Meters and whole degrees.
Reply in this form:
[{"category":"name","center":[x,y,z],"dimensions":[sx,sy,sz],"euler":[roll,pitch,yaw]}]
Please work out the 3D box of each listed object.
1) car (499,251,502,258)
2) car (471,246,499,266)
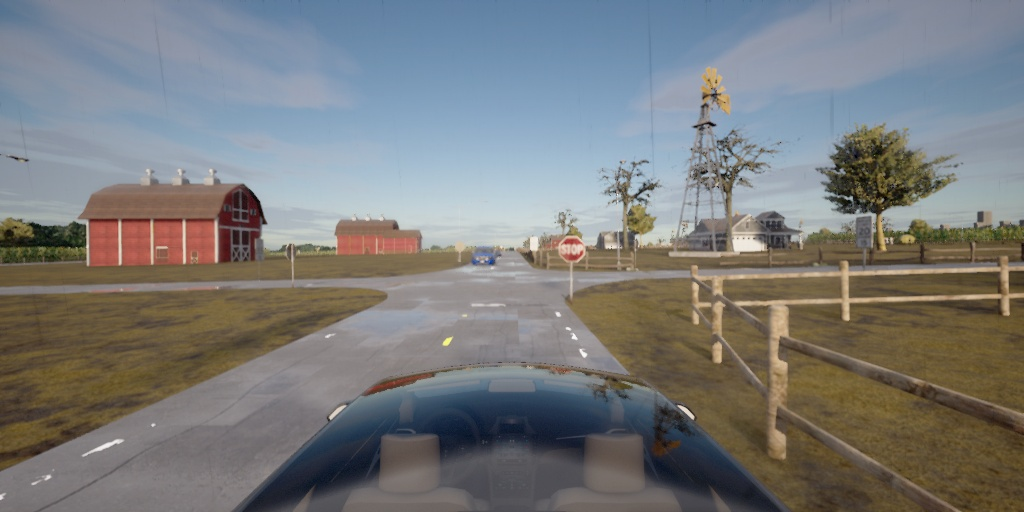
[{"category":"car","center":[-2.761,-0.436,59.654],"dimensions":[1.994,1.385,4.181],"euler":[0,2,0]},{"category":"car","center":[-2.756,0.030,36.013],"dimensions":[2.150,2.045,5.566],"euler":[0,3,0]}]
